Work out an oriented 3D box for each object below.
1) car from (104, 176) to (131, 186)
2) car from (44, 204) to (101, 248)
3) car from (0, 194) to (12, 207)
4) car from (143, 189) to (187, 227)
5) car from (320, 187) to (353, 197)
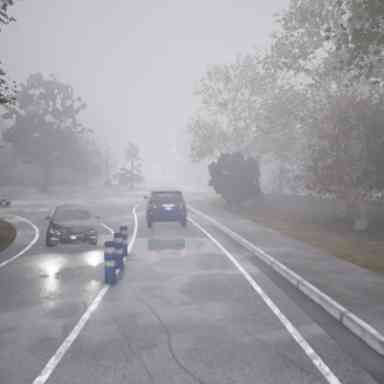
[{"bbox_3d":[-15.534,-2.276,69.534,5.566,2.045,2.150,0,4,4],"label":"car"},{"bbox_3d":[-5.134,1.337,14.367,1.837,1.490,4.892,0,2,-20],"label":"car"},{"bbox_3d":[-17.768,0.606,28.735,4.674,1.442,1.812,2,4,24],"label":"car"},{"bbox_3d":[-1.657,0.821,19.847,2.150,2.045,5.566,-1,3,-9],"label":"car"},{"bbox_3d":[21.160,-0.196,48.679,5.566,2.045,2.150,4,4,5],"label":"car"}]
